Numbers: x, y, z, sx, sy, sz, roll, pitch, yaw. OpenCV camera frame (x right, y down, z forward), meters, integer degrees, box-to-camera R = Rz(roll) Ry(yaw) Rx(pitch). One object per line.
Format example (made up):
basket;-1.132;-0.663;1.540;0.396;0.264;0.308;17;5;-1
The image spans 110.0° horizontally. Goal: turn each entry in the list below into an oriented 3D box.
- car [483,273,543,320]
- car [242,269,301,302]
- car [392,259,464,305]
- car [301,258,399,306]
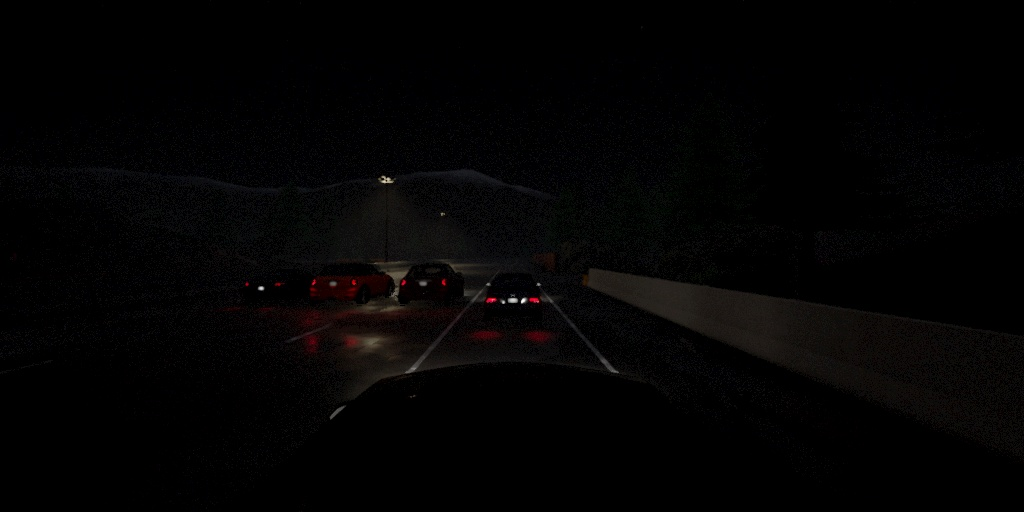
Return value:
car;0.046;1.299;12.604;2.033;1.411;5.357;0;0;0
car;-10.423;1.316;16.918;1.994;1.385;4.181;0;0;0
car;-3.429;1.103;16.029;2.097;1.767;4.553;0;0;0
car;-6.929;1.103;16.038;2.097;1.767;4.553;0;0;0
